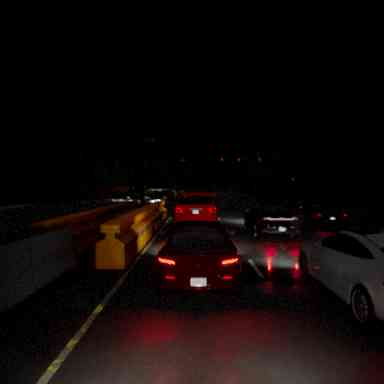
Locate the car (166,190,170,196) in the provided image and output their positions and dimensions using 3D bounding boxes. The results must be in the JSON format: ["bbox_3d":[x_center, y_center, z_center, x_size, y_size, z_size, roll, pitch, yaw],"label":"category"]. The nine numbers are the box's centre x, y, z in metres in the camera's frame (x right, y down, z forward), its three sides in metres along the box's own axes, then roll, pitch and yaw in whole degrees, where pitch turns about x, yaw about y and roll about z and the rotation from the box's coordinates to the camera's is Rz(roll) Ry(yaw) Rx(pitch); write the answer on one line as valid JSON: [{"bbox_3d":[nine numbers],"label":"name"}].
[{"bbox_3d":[-6.444,0.335,76.312,1.837,1.490,4.892,0,1,0],"label":"car"}]

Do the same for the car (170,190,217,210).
[{"bbox_3d":[0.194,0.971,17.906,2.150,2.045,5.566,0,1,0],"label":"car"}]

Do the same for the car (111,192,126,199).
[{"bbox_3d":[-13.610,0.628,61.743,1.994,1.385,4.181,0,1,1],"label":"car"}]

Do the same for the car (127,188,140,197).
[{"bbox_3d":[-13.440,0.053,76.769,2.150,2.045,5.566,0,1,0],"label":"car"}]

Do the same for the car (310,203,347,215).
[{"bbox_3d":[7.208,1.296,19.010,1.994,1.385,4.181,0,1,0],"label":"car"}]

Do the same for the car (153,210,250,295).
[{"bbox_3d":[0.136,1.425,8.309,1.812,1.442,4.674,0,1,0],"label":"car"}]

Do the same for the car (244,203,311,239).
[{"bbox_3d":[3.685,1.272,15.923,2.128,1.511,4.902,0,1,0],"label":"car"}]

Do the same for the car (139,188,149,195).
[{"bbox_3d":[-13.317,-0.209,92.543,2.150,2.045,5.566,0,1,0],"label":"car"}]

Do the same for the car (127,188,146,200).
[{"bbox_3d":[-10.128,0.555,60.812,1.882,1.535,5.008,0,1,1],"label":"car"}]

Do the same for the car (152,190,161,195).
[{"bbox_3d":[-9.823,0.132,91.736,1.994,1.385,4.181,0,1,0],"label":"car"}]

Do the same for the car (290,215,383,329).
[{"bbox_3d":[3.625,1.451,6.675,1.812,1.442,4.674,0,1,0],"label":"car"}]

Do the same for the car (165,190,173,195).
[{"bbox_3d":[-6.323,0.104,91.708,1.812,1.442,4.674,0,1,0],"label":"car"}]

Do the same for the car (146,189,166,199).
[{"bbox_3d":[-6.627,0.565,61.126,2.128,1.511,4.902,0,1,1],"label":"car"}]
